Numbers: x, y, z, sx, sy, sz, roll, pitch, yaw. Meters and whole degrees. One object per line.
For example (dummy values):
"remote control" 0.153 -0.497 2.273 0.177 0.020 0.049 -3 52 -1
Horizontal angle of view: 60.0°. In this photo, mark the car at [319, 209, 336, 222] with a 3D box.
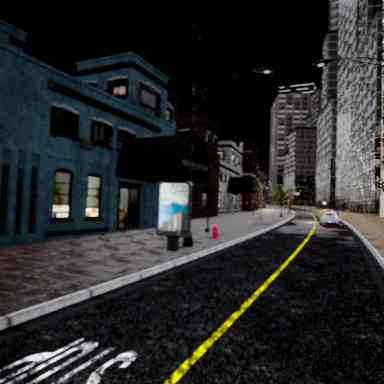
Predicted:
"car" 18.014 3.070 44.504 1.882 1.535 5.008 1 -1 20

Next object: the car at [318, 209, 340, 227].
"car" 14.461 2.787 34.963 1.812 1.442 4.674 1 -1 22
